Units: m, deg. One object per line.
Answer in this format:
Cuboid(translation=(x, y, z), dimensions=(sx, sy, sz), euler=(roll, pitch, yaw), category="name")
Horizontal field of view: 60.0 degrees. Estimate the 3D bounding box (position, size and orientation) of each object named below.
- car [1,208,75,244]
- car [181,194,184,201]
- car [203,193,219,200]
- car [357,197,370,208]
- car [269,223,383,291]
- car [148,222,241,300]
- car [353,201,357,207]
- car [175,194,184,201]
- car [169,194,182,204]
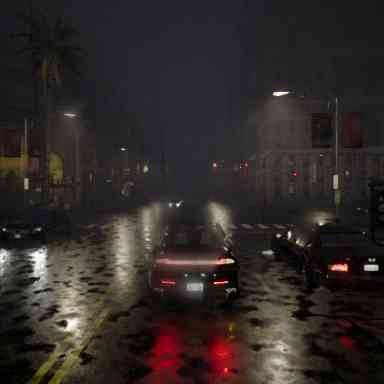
Cuboid(translation=(-7.077, 1.525, 15.842), dimensions=(1.812, 1.442, 4.674), euler=(0, 0, 0), category="car")
Cuboid(translation=(-3.478, 1.478, 77.405), dimensions=(1.882, 1.535, 5.008), euler=(0, 0, 0), category="car")
Cuboid(translation=(5.422, 1.355, 95.080), dimensions=(2.097, 1.767, 4.553), euler=(0, 0, 19), category="car")
Cuboid(translation=(25.431, 1.505, 44.744), dimensions=(4.892, 1.490, 1.837), euler=(0, 0, 0), category="car")
Cuboid(translation=(3.565, 1.547, 9.087), dimensions=(2.033, 1.411, 5.357), euler=(0, 0, 0), category="car")
Cuboid(translation=(0.061, 1.492, 8.386), dimensions=(2.128, 1.511, 4.902), euler=(0, 0, 0), category="car")
Cuboid(translation=(26.051, 1.477, 48.254), dimensions=(5.008, 1.535, 1.882), euler=(0, 0, 0), category="car")
Cuboid(translation=(-3.213, 1.355, 87.749), dimensions=(2.097, 1.767, 4.553), euler=(0, 0, 3), category="car")
Cuboid(translation=(-3.510, 1.601, 66.263), dimensions=(1.895, 1.301, 4.718), euler=(0, 0, 1), category="car")
